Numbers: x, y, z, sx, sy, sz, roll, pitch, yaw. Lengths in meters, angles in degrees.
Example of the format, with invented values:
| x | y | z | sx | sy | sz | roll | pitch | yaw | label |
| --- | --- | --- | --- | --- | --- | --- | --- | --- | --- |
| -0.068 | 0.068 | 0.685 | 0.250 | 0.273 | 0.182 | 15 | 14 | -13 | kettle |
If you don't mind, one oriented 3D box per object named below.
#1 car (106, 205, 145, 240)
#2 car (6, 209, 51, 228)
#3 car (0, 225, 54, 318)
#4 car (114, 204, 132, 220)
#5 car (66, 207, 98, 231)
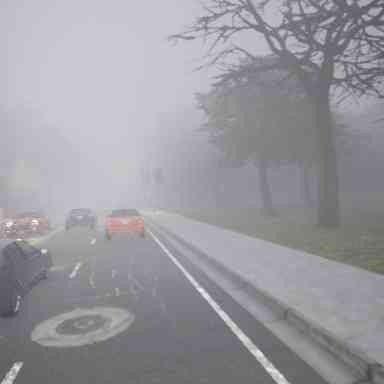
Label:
| x | y | z | sx | sy | sz | roll | pitch | yaw | label |
| --- | --- | --- | --- | --- | --- | --- | --- | --- | --- |
| -4.016 | 1.712 | 19.865 | 2.097 | 1.767 | 4.553 | -3 | -1 | -12 | car |
| -11.762 | 2.133 | 24.145 | 2.097 | 1.767 | 4.553 | -3 | -1 | -12 | car |
| -4.690 | 1.840 | 7.785 | 2.033 | 1.411 | 5.357 | -3 | 0 | -12 | car |
| -7.845 | 2.226 | 37.654 | 1.837 | 1.490 | 4.892 | -3 | -1 | -12 | car |
| -8.826 | 2.014 | 26.860 | 2.097 | 1.767 | 4.553 | -3 | -1 | -12 | car |
